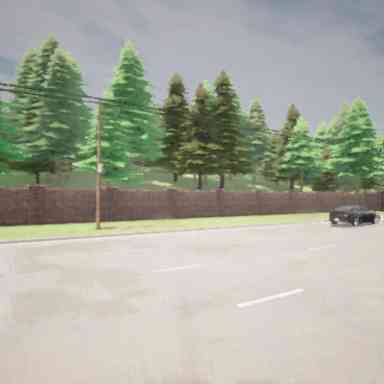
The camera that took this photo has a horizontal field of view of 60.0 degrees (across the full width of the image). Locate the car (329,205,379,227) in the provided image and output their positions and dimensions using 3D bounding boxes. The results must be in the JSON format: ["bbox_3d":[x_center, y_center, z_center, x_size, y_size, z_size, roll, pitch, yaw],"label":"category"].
[{"bbox_3d":[12.457,1.777,25.482,4.892,1.490,1.837,1,0,-35],"label":"car"}]
